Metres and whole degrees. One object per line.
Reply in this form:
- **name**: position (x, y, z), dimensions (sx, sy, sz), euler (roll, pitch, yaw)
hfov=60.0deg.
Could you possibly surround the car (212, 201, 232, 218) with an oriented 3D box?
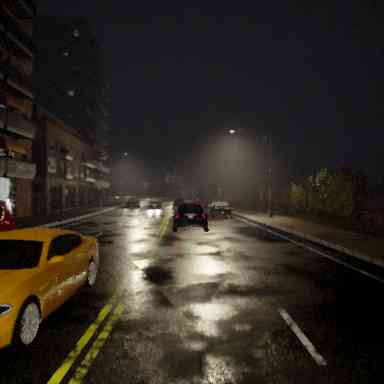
- **car**: position (2.598, 1.644, 31.874), dimensions (2.128, 1.511, 4.902), euler (0, -1, -3)

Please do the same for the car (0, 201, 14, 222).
- **car**: position (-6.533, 1.232, 8.177), dimensions (2.150, 2.045, 5.566), euler (0, 0, -1)

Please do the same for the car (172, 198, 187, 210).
- **car**: position (-1.830, 1.704, 47.845), dimensions (1.837, 1.490, 4.892), euler (0, 0, -5)

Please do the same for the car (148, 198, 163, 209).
- **car**: position (-5.256, 1.677, 47.763), dimensions (2.128, 1.511, 4.902), euler (0, 0, -5)

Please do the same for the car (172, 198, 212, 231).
- **car**: position (-0.151, 1.452, 21.429), dimensions (2.097, 1.767, 4.553), euler (0, 0, -2)

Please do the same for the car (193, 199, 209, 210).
- **car**: position (1.280, 1.779, 48.744), dimensions (1.994, 1.385, 4.181), euler (0, 0, -5)

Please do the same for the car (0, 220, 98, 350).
- **car**: position (-3.276, 1.494, 6.439), dimensions (1.882, 1.535, 5.008), euler (0, 0, 0)

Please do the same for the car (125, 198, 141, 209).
- **car**: position (-8.596, 1.653, 48.628), dimensions (1.882, 1.535, 5.008), euler (0, 0, -5)
